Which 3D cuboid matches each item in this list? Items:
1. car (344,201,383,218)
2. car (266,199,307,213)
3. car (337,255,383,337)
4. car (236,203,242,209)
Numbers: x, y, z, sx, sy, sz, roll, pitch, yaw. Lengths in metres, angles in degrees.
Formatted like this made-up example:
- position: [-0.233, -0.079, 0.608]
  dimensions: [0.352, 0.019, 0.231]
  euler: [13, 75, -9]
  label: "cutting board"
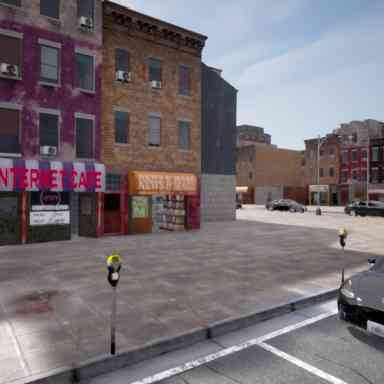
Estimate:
- position: [15.843, 1.542, 28.975]
  dimensions: [1.837, 1.490, 4.892]
  euler: [1, 0, -35]
  label: "car"
- position: [10.359, 1.547, 36.706]
  dimensions: [2.128, 1.511, 4.902]
  euler: [1, 0, -35]
  label: "car"
- position: [4.409, 1.567, 5.943]
  dimensions: [4.313, 1.339, 1.947]
  euler: [0, 0, -35]
  label: "car"
- position: [4.360, 1.624, 45.151]
  dimensions: [2.033, 1.411, 5.357]
  euler: [1, 0, -36]
  label: "car"
